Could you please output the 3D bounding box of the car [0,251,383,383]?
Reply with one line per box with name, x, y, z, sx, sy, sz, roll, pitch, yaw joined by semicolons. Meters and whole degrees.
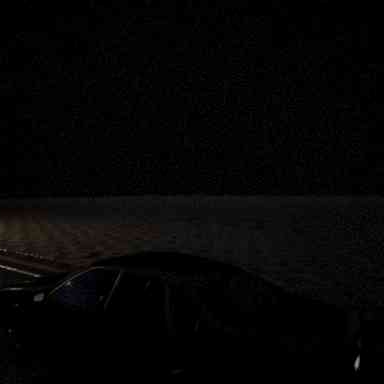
car;-0.581;1.553;4.403;5.357;1.411;2.033;0;0;35
